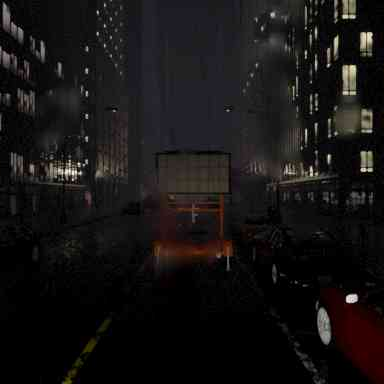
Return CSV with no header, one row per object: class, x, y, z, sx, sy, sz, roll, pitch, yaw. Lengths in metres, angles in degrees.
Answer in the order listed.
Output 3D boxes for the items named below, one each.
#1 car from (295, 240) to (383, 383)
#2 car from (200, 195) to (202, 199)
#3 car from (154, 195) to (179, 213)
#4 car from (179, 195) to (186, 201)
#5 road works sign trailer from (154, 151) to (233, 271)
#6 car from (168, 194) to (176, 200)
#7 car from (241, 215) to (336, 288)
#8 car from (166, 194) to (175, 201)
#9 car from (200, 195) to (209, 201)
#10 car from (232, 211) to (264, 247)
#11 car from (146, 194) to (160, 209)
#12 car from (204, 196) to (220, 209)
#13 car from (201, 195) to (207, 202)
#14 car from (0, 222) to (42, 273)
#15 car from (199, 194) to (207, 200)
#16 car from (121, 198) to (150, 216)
car,2.710,1.545,3.304,1.887,1.381,4.507,0,0,0
car,2.953,1.519,60.052,1.802,1.307,4.206,1,0,0
car,-2.840,1.453,37.581,1.882,1.535,5.008,0,0,0
car,-2.643,1.441,83.933,1.994,1.385,4.181,0,0,0
road works sign trailer,0.046,0.463,10.901,2.380,3.560,2.880,0,0,0
car,-5.306,1.388,88.311,1.752,1.417,4.829,1,0,0
car,2.734,1.550,8.978,2.008,1.369,4.403,0,0,0
car,-5.329,1.320,82.805,1.967,1.590,4.097,1,0,0
car,3.050,1.446,82.751,1.947,1.339,4.313,1,0,0
car,2.759,1.522,14.825,1.752,1.417,4.829,0,0,0
car,-5.499,1.408,43.077,1.967,1.590,4.097,0,0,0
car,2.880,1.533,43.029,1.947,1.339,4.313,0,0,0
car,2.929,1.531,54.378,1.802,1.307,4.206,1,0,0
car,-5.646,1.550,9.021,2.008,1.369,4.403,0,0,0
car,3.099,1.390,94.101,1.887,1.381,4.507,1,0,0
car,-5.549,1.527,31.725,1.887,1.381,4.507,0,0,0
